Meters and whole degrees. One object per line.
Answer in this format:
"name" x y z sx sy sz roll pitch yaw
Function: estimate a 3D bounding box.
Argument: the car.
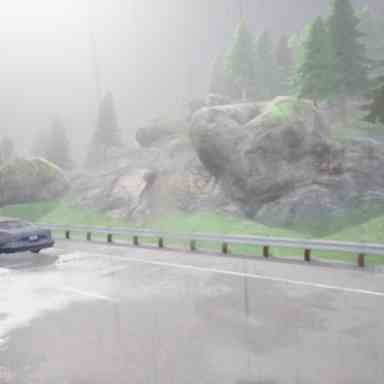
"car" -7.739 1.700 13.092 5.357 1.411 2.033 -1 0 32
